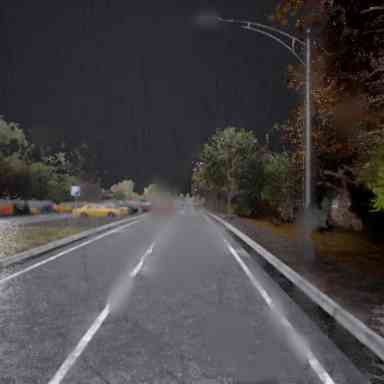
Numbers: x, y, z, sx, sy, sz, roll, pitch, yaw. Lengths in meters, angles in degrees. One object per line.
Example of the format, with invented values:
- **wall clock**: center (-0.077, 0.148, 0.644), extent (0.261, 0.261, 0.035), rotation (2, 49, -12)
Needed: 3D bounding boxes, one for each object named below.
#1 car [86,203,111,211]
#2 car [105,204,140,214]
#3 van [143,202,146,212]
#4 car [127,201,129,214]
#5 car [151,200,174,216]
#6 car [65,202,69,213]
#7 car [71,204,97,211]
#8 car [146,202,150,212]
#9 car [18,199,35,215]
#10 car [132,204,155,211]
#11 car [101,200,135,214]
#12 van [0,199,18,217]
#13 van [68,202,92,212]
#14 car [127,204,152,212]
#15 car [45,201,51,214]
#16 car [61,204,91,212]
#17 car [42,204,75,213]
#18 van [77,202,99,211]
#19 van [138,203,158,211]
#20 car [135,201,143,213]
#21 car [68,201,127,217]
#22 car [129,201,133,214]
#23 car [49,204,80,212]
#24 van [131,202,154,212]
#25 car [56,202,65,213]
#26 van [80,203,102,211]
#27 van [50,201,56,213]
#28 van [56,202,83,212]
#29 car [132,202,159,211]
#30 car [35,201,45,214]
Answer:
- **car**: center (-23.497, 3.768, 83.454), extent (5.566, 2.045, 2.435), rotation (0, -3, 0)
- **car**: center (-10.438, 2.551, 50.186), extent (4.792, 1.488, 2.163), rotation (0, -2, 0)
- **van**: center (-10.532, 2.520, 55.744), extent (4.442, 1.987, 1.878), rotation (0, -2, 0)
- **car**: center (-10.402, 2.098, 39.098), extent (4.892, 1.521, 2.231), rotation (0, -2, 0)
- **car**: center (-3.404, 1.935, 41.347), extent (2.150, 2.045, 5.566), rotation (0, -2, 0)
- **car**: center (-23.490, 2.749, 55.787), extent (5.008, 1.535, 2.097), rotation (0, -2, 0)
- **car**: center (-23.519, 3.427, 72.520), extent (5.008, 1.535, 2.097), rotation (0, -2, 0)
- **car**: center (-10.423, 2.858, 58.509), extent (5.008, 1.535, 2.097), rotation (0, -2, 0)
- **car**: center (-23.507, 1.950, 42.086), extent (5.566, 2.045, 2.435), rotation (0, -2, 0)
- **car**: center (-10.463, 3.451, 72.383), extent (4.792, 1.488, 2.163), rotation (0, -3, 0)
- **car**: center (-10.434, 2.174, 44.649), extent (4.553, 1.767, 2.185), rotation (0, -2, 0)
- **van**: center (-23.594, 1.875, 39.195), extent (4.442, 1.987, 1.878), rotation (0, -2, 0)
- **van**: center (-23.393, 3.090, 69.761), extent (4.442, 1.987, 1.878), rotation (0, -2, 0)
- **car**: center (-10.430, 3.236, 66.829), extent (4.674, 1.452, 2.002), rotation (0, -2, 0)
- **car**: center (-23.479, 2.419, 47.608), extent (4.892, 1.521, 2.231), rotation (0, -2, 0)
- **car**: center (-23.323, 3.200, 66.986), extent (5.366, 1.575, 1.946), rotation (0, -2, 0)
- **car**: center (-23.493, 2.866, 58.681), extent (5.008, 1.535, 2.097), rotation (0, -2, 0)
- **van**: center (-23.400, 3.323, 75.147), extent (4.442, 1.987, 1.878), rotation (0, -3, 0)
- **van**: center (-10.323, 3.479, 77.916), extent (4.442, 1.987, 1.878), rotation (0, -3, 0)
- **car**: center (-10.377, 2.158, 47.423), extent (5.566, 2.045, 2.435), rotation (0, -2, 0)
- **car**: center (-10.208, 2.006, 36.331), extent (5.366, 1.575, 1.946), rotation (0, -2, 0)
- **car**: center (-10.406, 2.194, 41.869), extent (5.008, 1.535, 2.097), rotation (0, -2, 0)
- **car**: center (-23.495, 2.980, 61.449), extent (4.892, 1.521, 2.231), rotation (0, -2, 0)
- **van**: center (-10.314, 3.083, 69.614), extent (4.442, 1.987, 1.878), rotation (0, -2, 0)
- **car**: center (-23.460, 2.516, 53.149), extent (4.553, 1.767, 2.185), rotation (0, -2, 0)
- **van**: center (-23.636, 3.487, 78.046), extent (4.442, 1.987, 1.878), rotation (0, -3, 0)
- **van**: center (-23.606, 2.304, 50.386), extent (4.442, 1.987, 1.878), rotation (0, -2, 0)
- **van**: center (-23.621, 2.865, 64.226), extent (4.442, 1.987, 1.878), rotation (0, -2, 0)
- **car**: center (-10.465, 3.296, 75.146), extent (5.566, 2.045, 2.435), rotation (0, -3, 0)
- **car**: center (-23.298, 2.304, 44.843), extent (5.366, 1.575, 1.946), rotation (0, -2, 0)
